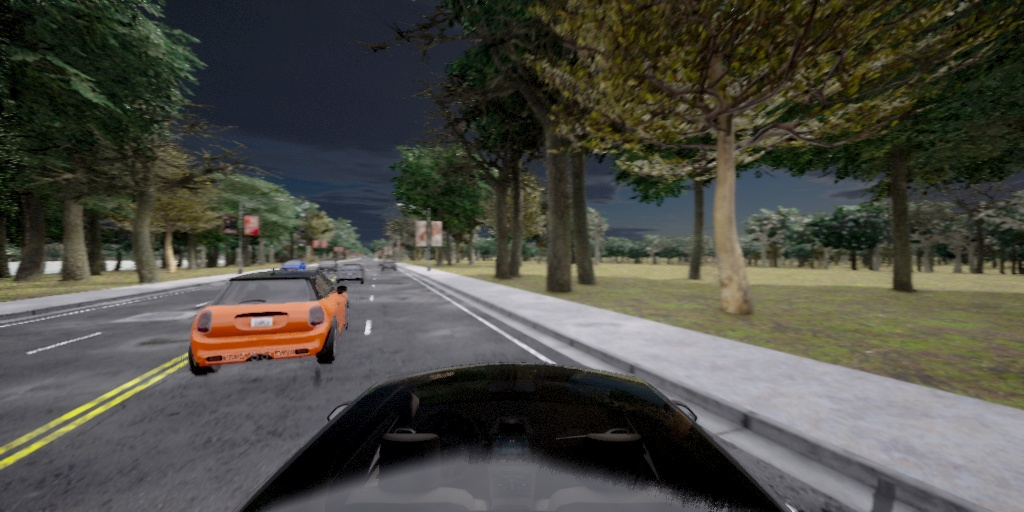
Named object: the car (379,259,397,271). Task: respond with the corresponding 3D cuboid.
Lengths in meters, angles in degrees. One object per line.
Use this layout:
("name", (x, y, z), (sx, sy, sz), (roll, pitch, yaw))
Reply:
("car", (-16.581, 1.209, 48.342), (2.128, 1.511, 4.902), (0, 0, -21))

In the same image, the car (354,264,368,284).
("car", (-11.702, 1.263, 26.251), (2.033, 1.411, 5.357), (0, 0, -21))

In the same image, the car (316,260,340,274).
("car", (-20.926, 1.211, 40.967), (1.882, 1.535, 5.008), (0, 0, -21))

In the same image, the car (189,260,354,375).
("car", (-4.828, 1.093, 7.856), (2.097, 1.767, 4.553), (0, 0, -20))
